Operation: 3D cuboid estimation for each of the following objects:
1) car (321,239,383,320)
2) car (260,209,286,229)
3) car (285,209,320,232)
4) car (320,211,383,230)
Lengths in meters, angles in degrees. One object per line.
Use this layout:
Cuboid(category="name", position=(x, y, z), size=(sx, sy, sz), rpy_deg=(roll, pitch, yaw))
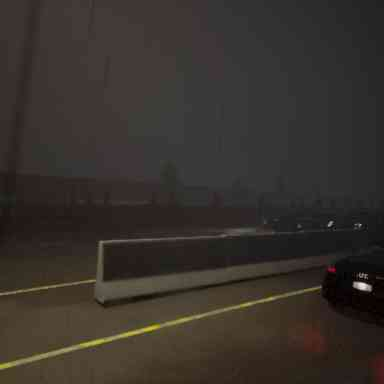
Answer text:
Cuboid(category="car", position=(4.653, 1.708, 7.062), size=(4.181, 1.385, 1.994), rpy_deg=(2, -1, -35))
Cuboid(category="car", position=(7.503, 2.124, 26.530), size=(4.902, 1.511, 2.128), rpy_deg=(3, -2, -35))
Cuboid(category="car", position=(9.051, 2.117, 23.336), size=(4.892, 1.490, 1.837), rpy_deg=(3, -2, -35))
Cuboid(category="car", position=(10.031, 1.915, 19.736), size=(4.553, 1.767, 2.097), rpy_deg=(2, -1, -35))
